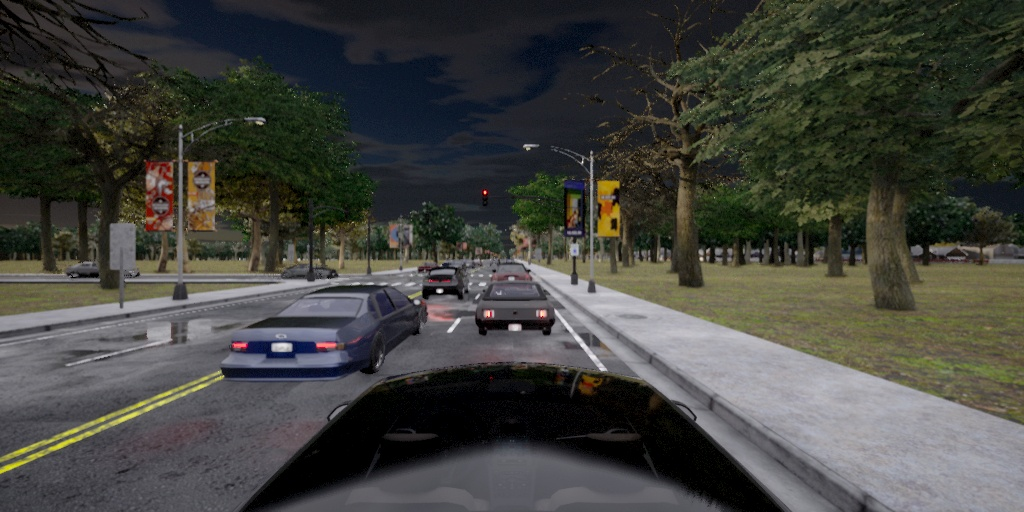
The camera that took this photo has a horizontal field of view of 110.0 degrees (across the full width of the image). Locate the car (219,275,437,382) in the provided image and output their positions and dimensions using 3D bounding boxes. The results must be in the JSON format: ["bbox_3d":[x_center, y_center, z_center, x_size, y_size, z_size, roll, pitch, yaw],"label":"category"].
[{"bbox_3d":[-3.170,1.301,7.423,2.033,1.411,5.357,0,0,0],"label":"car"}]

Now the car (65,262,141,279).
[{"bbox_3d":[-33.836,1.226,29.770,4.902,1.511,2.128,0,0,0],"label":"car"}]

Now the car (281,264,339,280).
[{"bbox_3d":[-16.610,1.319,29.579,4.181,1.385,1.994,0,0,6],"label":"car"}]

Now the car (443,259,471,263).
[{"bbox_3d":[-6.802,1.279,44.954,2.128,1.511,4.902,0,0,0],"label":"car"}]

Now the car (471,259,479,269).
[{"bbox_3d":[-6.855,1.295,56.686,2.128,1.511,4.902,0,0,0],"label":"car"}]

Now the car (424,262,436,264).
[{"bbox_3d":[-10.047,1.386,43.463,1.895,1.301,4.718,0,0,0],"label":"car"}]

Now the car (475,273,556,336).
[{"bbox_3d":[0.065,1.356,10.441,1.895,1.301,4.718,0,0,0],"label":"car"}]

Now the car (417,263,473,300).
[{"bbox_3d":[-3.202,1.266,17.900,1.837,1.490,4.892,0,0,-2],"label":"car"}]

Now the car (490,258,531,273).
[{"bbox_3d":[-0.018,1.114,19.427,2.097,1.767,4.553,0,0,0],"label":"car"}]

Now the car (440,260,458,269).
[{"bbox_3d":[-10.100,1.352,57.744,2.033,1.411,5.357,0,0,0],"label":"car"}]
